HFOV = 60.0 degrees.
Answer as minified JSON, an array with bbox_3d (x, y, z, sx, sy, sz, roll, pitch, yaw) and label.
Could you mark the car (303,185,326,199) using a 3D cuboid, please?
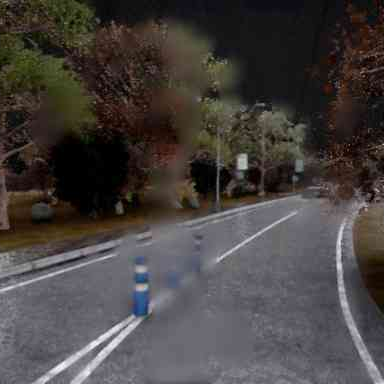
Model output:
[{"bbox_3d":[14.275,-0.007,38.662,1.837,1.490,4.892,0,3,33],"label":"car"}]
